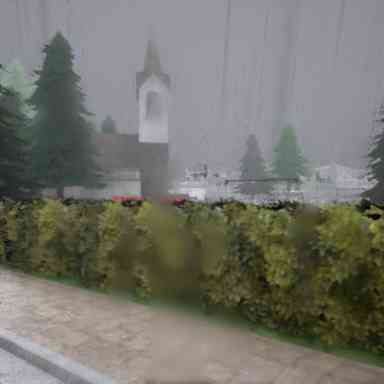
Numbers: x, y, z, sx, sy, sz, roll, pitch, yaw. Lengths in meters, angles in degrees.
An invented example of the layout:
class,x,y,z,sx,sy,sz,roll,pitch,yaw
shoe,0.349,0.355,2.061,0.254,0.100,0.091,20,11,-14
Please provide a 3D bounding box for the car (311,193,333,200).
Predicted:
class,x,y,z,sx,sy,sz,roll,pitch,yaw
car,33.495,1.423,85.814,3.633,1.501,1.845,0,0,35

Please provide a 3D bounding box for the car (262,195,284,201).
class,x,y,z,sx,sy,sz,roll,pitch,yaw
car,18.665,1.479,77.899,4.514,1.523,2.007,0,0,35
